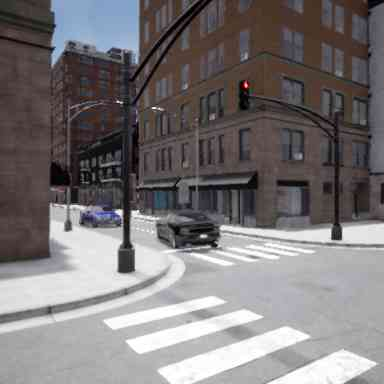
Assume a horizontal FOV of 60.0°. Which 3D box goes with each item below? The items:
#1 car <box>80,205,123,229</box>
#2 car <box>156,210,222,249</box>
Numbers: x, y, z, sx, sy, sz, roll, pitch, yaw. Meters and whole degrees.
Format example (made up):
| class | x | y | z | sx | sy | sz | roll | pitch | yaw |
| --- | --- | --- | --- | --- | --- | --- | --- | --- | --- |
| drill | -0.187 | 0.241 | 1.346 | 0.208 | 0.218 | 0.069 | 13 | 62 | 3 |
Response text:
| class | x | y | z | sx | sy | sz | roll | pitch | yaw |
| --- | --- | --- | --- | --- | --- | --- | --- | --- | --- |
| car | -6.387 | 1.638 | 23.015 | 1.812 | 1.442 | 4.674 | 0 | 0 | -34 |
| car | -0.327 | 1.580 | 15.181 | 1.882 | 1.535 | 5.008 | -2 | 0 | -18 |
